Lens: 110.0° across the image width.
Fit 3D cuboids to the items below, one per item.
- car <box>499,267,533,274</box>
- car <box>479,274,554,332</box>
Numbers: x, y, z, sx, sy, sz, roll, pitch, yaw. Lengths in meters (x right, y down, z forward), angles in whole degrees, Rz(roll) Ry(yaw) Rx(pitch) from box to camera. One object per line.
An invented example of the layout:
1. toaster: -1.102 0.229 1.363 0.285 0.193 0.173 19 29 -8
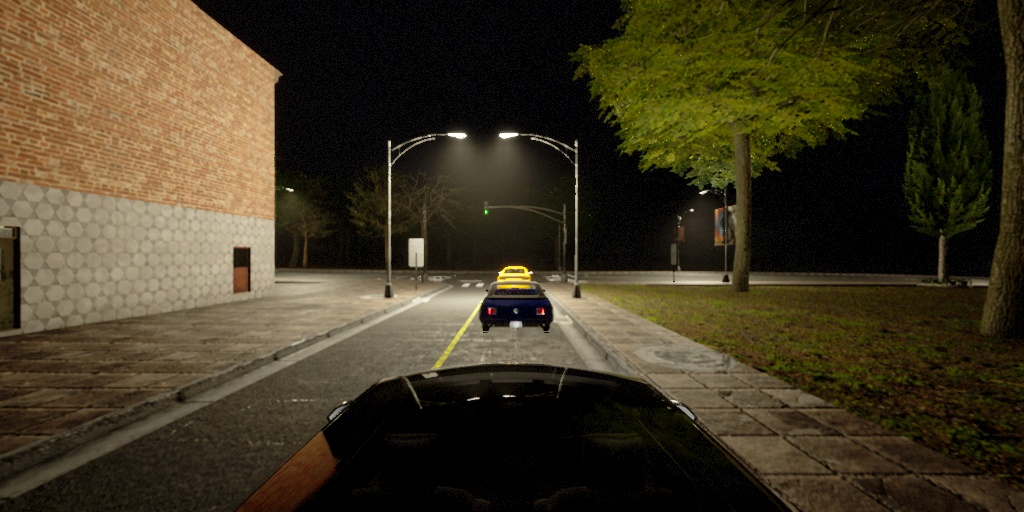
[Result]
1. car: 0.223 1.384 21.676 1.882 1.535 5.008 0 0 3
2. car: 0.109 1.416 11.095 1.895 1.301 4.718 0 0 0
